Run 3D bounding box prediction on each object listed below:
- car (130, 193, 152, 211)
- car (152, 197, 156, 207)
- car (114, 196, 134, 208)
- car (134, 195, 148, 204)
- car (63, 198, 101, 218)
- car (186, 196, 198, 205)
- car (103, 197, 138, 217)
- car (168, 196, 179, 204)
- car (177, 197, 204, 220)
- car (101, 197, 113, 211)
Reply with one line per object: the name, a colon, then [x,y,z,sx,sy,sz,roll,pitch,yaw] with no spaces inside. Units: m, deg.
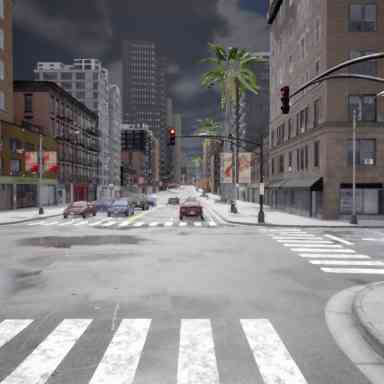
car: [-6.671,1.206,41.230,2.150,2.045,5.566,0,0,0]
car: [-6.685,1.451,51.670,1.882,1.535,5.008,0,0,0]
car: [-9.936,1.455,49.195,1.882,1.535,5.008,0,0,0]
car: [-9.884,1.429,64.445,1.882,1.535,5.008,0,0,0]
car: [-9.903,1.516,29.753,1.812,1.442,4.674,0,0,0]
car: [-0.012,1.525,59.260,1.994,1.385,4.181,0,0,0]
car: [-6.660,1.515,31.538,1.812,1.442,4.674,0,0,0]
car: [-3.265,1.450,60.844,2.128,1.511,4.902,0,0,0]
car: [-0.025,1.468,28.478,1.882,1.535,5.008,0,0,-1]
car: [-9.918,1.338,38.745,2.097,1.767,4.553,0,0,0]
